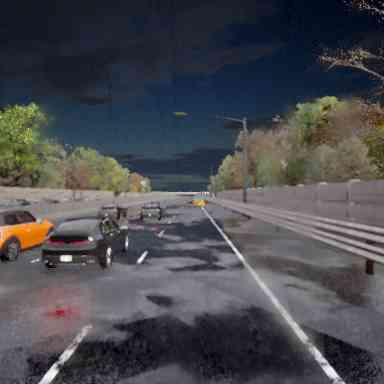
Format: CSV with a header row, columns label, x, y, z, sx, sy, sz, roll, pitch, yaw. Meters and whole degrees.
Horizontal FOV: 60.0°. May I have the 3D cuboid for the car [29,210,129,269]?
label,x,y,z,sx,sy,sz,roll,pitch,yaw
car,-3.411,1.576,11.438,1.837,1.490,4.892,0,0,0

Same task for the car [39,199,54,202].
label,x,y,z,sx,sy,sz,roll,pitch,yaw
car,-21.101,1.803,48.042,2.128,1.511,4.902,0,0,0

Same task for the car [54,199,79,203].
label,x,y,z,sx,sy,sz,roll,pitch,yaw
car,-17.602,1.818,48.040,1.837,1.490,4.892,0,-1,0

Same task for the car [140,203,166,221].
label,x,y,z,sx,sy,sz,roll,pitch,yaw
car,-3.424,1.680,29.561,2.128,1.511,4.902,0,0,0

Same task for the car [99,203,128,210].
label,x,y,z,sx,sy,sz,roll,pitch,yaw
car,-6.924,1.680,29.553,2.128,1.511,4.902,0,0,0

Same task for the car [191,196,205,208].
label,x,y,z,sx,sy,sz,roll,pitch,yaw
car,1.179,1.863,57.433,1.882,1.535,5.008,0,0,0

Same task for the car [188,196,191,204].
label,x,y,z,sx,sy,sz,roll,pitch,yaw
car,-0.061,2.119,76.231,1.895,1.301,4.718,0,0,0

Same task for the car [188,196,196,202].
label,x,y,z,sx,sy,sz,roll,pitch,yaw
car,-0.074,1.875,92.852,2.097,1.767,4.553,0,0,0

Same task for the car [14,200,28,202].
label,x,y,z,sx,sy,sz,roll,pitch,yaw
car,-24.599,1.872,47.559,1.994,1.385,4.181,0,0,0

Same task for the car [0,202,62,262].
label,x,y,z,sx,sy,sz,roll,pitch,yaw
car,-6.911,1.430,12.546,2.097,1.767,4.553,0,0,0
